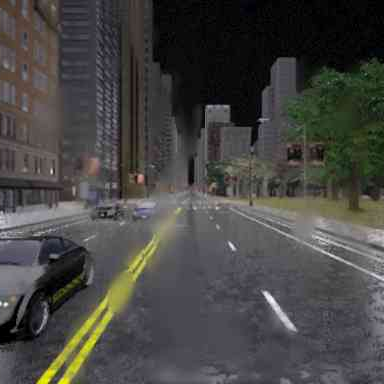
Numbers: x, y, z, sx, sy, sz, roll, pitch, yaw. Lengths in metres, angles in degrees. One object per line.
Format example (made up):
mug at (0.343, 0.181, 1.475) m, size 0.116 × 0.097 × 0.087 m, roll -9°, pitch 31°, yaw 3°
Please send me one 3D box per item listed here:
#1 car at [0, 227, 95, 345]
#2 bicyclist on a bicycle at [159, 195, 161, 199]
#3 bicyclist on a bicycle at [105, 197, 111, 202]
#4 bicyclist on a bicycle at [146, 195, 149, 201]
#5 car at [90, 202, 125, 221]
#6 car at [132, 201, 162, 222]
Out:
car at (-3.320, 1.546, 6.343) m, size 1.994 × 1.385 × 4.181 m, roll 0°, pitch 0°, yaw 0°
bicyclist on a bicycle at (-8.742, 1.538, 91.226) m, size 0.582 × 1.620 × 1.656 m, roll 0°, pitch 0°, yaw 0°
bicyclist on a bicycle at (-8.580, 1.339, 33.978) m, size 0.866 × 1.612 × 1.509 m, roll 0°, pitch 0°, yaw 1°
bicyclist on a bicycle at (-8.745, 1.336, 65.285) m, size 0.582 × 1.620 × 1.656 m, roll 0°, pitch 0°, yaw 0°
car at (-6.590, 1.492, 26.405) m, size 1.994 × 1.385 × 4.181 m, roll 0°, pitch 0°, yaw 0°
car at (-3.343, 1.457, 25.540) m, size 1.812 × 1.442 × 4.674 m, roll 0°, pitch 0°, yaw 0°
